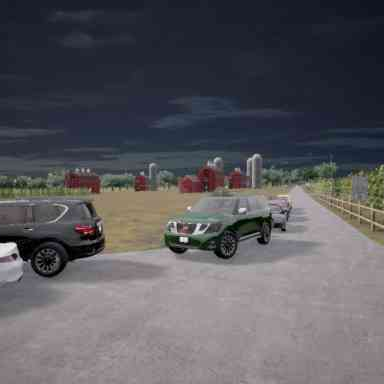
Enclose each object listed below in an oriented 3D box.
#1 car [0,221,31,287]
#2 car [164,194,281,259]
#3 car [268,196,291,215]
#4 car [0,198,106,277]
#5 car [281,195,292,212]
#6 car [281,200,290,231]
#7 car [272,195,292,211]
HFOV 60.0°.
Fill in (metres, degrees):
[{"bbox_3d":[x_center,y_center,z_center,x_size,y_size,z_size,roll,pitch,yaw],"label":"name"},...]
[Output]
[{"bbox_3d":[-5.950,1.613,6.540,4.674,1.442,1.812,-2,1,-33],"label":"car"},{"bbox_3d":[1.279,1.110,12.690,2.150,2.045,5.566,0,0,34],"label":"car"},{"bbox_3d":[8.144,1.203,30.803,1.837,1.490,4.892,0,0,17],"label":"car"},{"bbox_3d":[-5.379,1.229,9.608,5.566,2.045,2.150,-1,1,-4],"label":"car"},{"bbox_3d":[6.230,1.239,24.755,1.882,1.535,5.008,0,0,18],"label":"car"},{"bbox_3d":[4.387,1.383,19.019,1.994,1.385,4.181,0,0,17],"label":"car"},{"bbox_3d":[9.950,1.116,36.509,1.882,1.535,5.008,0,0,18],"label":"car"}]
